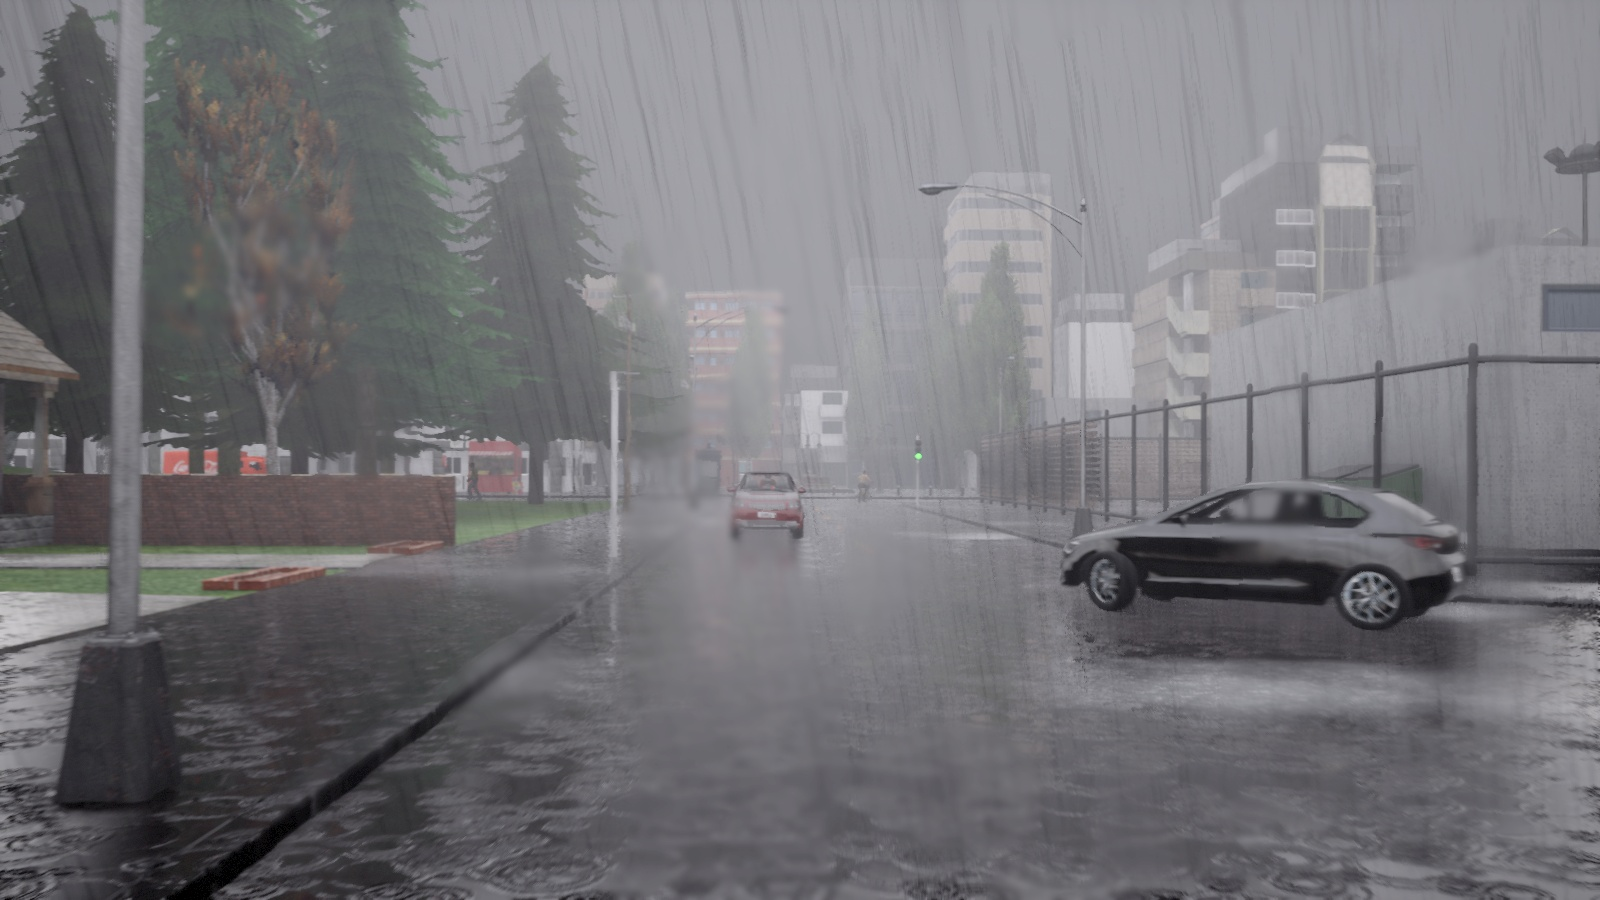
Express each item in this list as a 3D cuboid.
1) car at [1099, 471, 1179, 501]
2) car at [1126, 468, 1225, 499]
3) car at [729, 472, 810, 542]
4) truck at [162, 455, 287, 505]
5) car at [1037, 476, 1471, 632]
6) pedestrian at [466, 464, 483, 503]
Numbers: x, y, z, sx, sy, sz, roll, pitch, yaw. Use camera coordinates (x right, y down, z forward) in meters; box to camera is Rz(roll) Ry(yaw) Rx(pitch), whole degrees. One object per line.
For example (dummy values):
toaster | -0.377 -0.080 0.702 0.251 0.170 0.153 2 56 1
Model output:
car | 17.685 1.860 65.567 3.633 1.501 1.845 0 -1 -1
car | 20.792 1.833 69.641 4.856 1.649 2.033 0 -1 -2
car | -0.734 1.294 29.756 1.789 1.549 3.705 0 -1 -2
truck | -29.463 1.518 64.438 5.204 2.467 2.627 0 -1 -1
car | 4.982 1.045 14.060 4.193 1.474 1.816 -1 -1 38
pedestrian | -15.396 1.577 59.382 0.709 1.840 0.431 0 -1 -8
